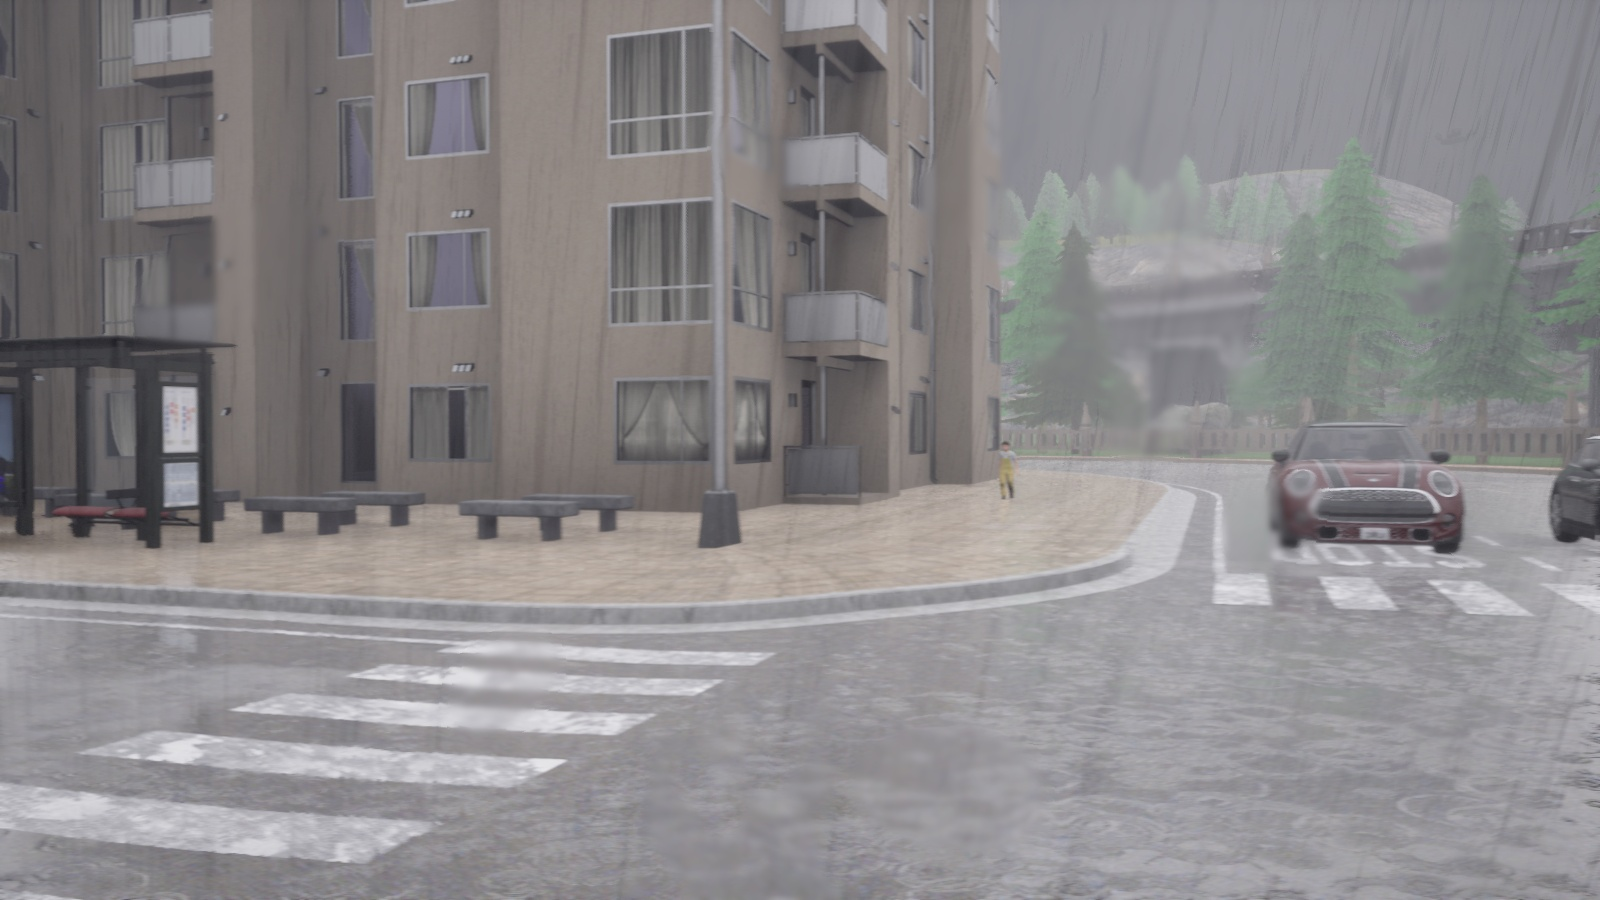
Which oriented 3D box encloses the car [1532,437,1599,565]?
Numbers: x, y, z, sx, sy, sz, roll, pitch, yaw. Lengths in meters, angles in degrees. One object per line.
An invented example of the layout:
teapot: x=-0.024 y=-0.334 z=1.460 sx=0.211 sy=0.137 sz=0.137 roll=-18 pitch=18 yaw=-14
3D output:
car: x=10.679 y=0.583 z=15.623 sx=1.970 sy=1.475 sz=3.806 roll=1 pitch=1 yaw=19

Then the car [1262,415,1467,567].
car: x=7.504 y=0.440 z=17.155 sx=2.097 sy=1.767 sz=4.553 roll=1 pitch=1 yaw=18

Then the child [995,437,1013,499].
child: x=4.185 y=0.368 z=25.794 sx=0.270 sy=1.263 sz=0.437 roll=1 pitch=1 yaw=22
